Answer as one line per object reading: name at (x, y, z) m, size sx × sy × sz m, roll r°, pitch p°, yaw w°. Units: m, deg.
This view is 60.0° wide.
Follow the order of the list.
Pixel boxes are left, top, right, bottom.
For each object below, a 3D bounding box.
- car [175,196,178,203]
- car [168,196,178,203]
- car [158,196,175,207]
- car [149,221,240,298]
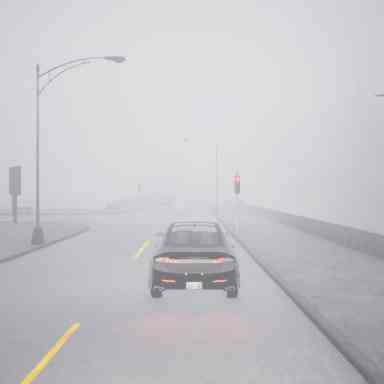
car at (-4.095, 1.601, 60.548) m, size 1.895 × 1.301 × 4.718 m, roll 0°, pitch 0°, yaw 0°
car at (-4.030, 1.552, 70.365) m, size 1.994 × 1.385 × 4.181 m, roll 0°, pitch 0°, yaw 0°
car at (-4.119, 1.547, 50.882) m, size 2.033 × 1.411 × 5.357 m, roll 0°, pitch 0°, yaw 0°
car at (0.058, 1.492, 8.491) m, size 2.128 × 1.511 × 4.902 m, roll 0°, pitch 0°, yaw 0°
